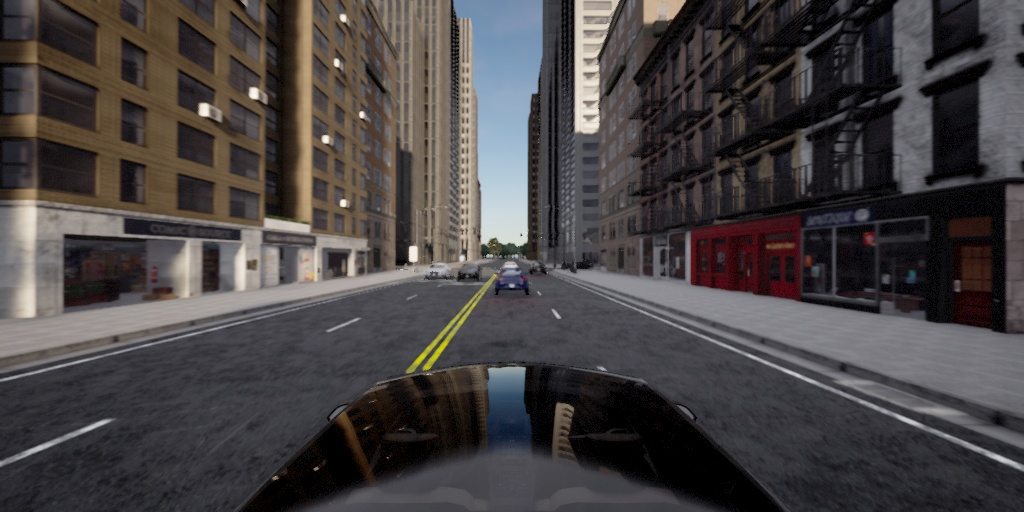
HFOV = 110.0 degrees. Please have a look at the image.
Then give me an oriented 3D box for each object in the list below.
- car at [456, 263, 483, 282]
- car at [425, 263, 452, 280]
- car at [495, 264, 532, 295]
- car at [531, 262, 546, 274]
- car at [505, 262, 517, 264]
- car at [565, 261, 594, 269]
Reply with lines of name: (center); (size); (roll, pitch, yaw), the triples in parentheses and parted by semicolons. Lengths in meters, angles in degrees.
car: (-3.515, 1.354, 30.450); (1.837, 1.490, 4.892); (0, -1, 0)
car: (-6.776, 1.375, 33.392); (1.812, 1.442, 4.674); (0, 0, 0)
car: (-0.014, 1.346, 20.536); (1.812, 1.442, 4.674); (0, 0, 0)
car: (3.105, 1.436, 44.079); (1.812, 1.442, 4.674); (0, 0, -1)
car: (-0.132, 1.419, 41.342); (1.812, 1.442, 4.674); (0, 0, 0)
car: (10.693, 1.504, 56.825); (4.674, 1.442, 1.812); (0, -1, -6)
